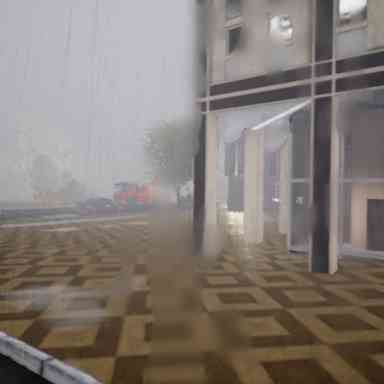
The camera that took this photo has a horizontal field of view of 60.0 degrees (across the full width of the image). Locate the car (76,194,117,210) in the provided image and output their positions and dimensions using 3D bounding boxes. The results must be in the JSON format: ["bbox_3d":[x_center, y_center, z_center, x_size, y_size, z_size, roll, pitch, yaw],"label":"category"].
[{"bbox_3d":[-12.358,1.415,42.275,1.837,1.490,4.892,1,1,38],"label":"car"}]

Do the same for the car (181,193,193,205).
[{"bbox_3d":[0.294,1.149,58.190,2.150,2.045,5.566,1,1,38],"label":"car"}]

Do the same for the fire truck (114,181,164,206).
[{"bbox_3d":[-8.267,0.182,52.561,2.891,3.827,8.468,1,1,38],"label":"fire truck"}]
